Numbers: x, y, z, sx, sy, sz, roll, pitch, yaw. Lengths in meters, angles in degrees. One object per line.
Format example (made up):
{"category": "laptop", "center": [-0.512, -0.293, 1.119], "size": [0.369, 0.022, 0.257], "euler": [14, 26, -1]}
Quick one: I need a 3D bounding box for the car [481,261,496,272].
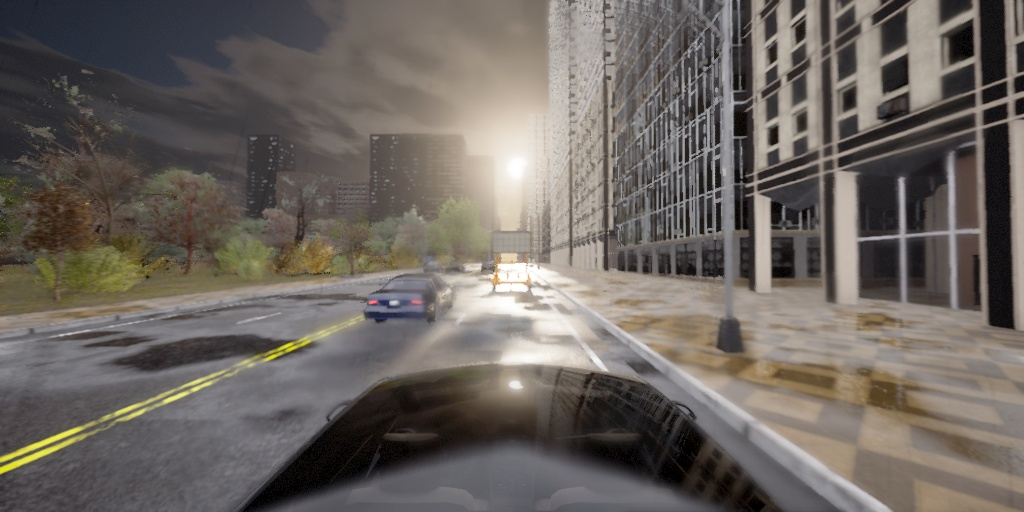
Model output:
{"category": "car", "center": [-3.165, 1.389, 49.556], "size": [2.128, 1.511, 4.902], "euler": [0, 0, 0]}

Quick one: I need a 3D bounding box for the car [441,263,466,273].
{"category": "car", "center": [-6.598, 1.460, 41.944], "size": [1.895, 1.301, 4.718], "euler": [0, 0, 0]}

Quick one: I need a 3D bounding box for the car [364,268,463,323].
{"category": "car", "center": [-3.154, 1.307, 12.126], "size": [2.033, 1.411, 5.357], "euler": [0, 0, 0]}

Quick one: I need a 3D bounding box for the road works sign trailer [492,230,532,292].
{"category": "road works sign trailer", "center": [-0.002, 0.243, 21.571], "size": [2.380, 3.560, 2.880], "euler": [0, 0, 0]}

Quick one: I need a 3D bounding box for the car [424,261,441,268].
{"category": "car", "center": [-9.841, 1.402, 45.358], "size": [1.812, 1.442, 4.674], "euler": [0, 0, 0]}
